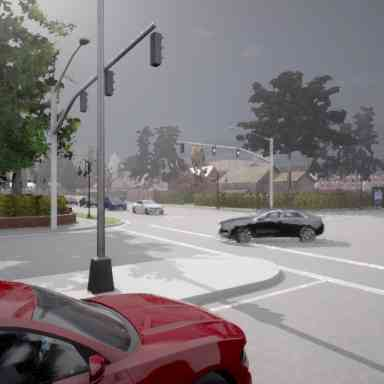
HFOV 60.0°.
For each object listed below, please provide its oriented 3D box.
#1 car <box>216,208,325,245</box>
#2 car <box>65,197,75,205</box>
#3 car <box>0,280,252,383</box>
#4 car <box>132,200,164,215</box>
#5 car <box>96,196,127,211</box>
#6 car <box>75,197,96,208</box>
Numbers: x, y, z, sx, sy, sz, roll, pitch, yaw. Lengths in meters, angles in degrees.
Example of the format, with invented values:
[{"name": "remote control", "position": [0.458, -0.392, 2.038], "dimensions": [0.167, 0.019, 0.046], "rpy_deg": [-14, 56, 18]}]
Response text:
[{"name": "car", "position": [3.539, 1.491, 15.205], "dimensions": [4.902, 1.511, 2.128], "rpy_deg": [0, 0, -8]}, {"name": "car", "position": [-21.047, 1.564, 57.083], "dimensions": [1.994, 1.385, 4.181], "rpy_deg": [0, 0, -34]}, {"name": "car", "position": [-1.717, 1.478, 2.544], "dimensions": [5.008, 1.535, 1.882], "rpy_deg": [0, 0, -35]}, {"name": "car", "position": [-4.647, 1.526, 34.364], "dimensions": [1.812, 1.442, 4.674], "rpy_deg": [0, 0, -35]}, {"name": "car", "position": [-9.855, 1.352, 41.567], "dimensions": [2.097, 1.767, 4.553], "rpy_deg": [0, 0, -36]}, {"name": "car", "position": [-15.248, 1.505, 49.021], "dimensions": [1.837, 1.490, 4.892], "rpy_deg": [0, 0, -36]}]
